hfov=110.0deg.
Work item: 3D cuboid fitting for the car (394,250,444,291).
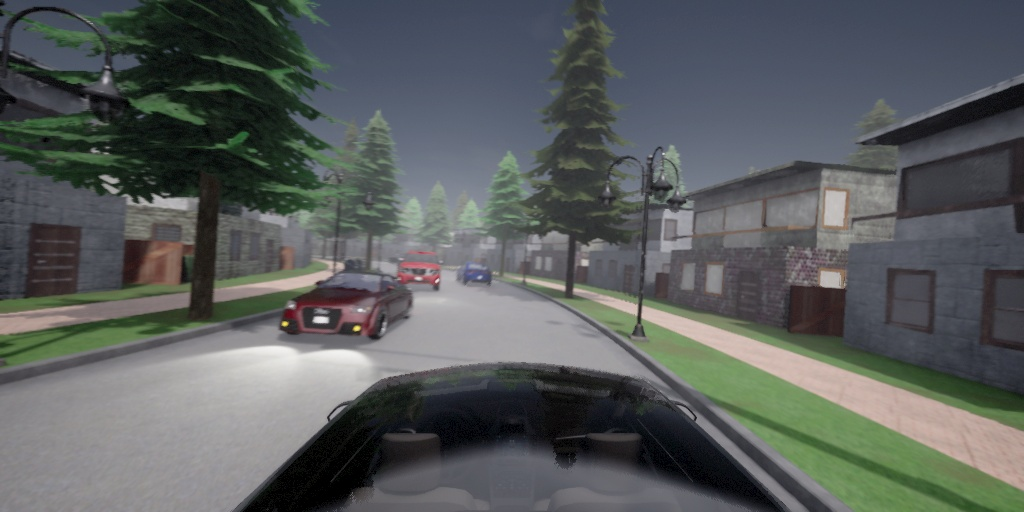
[{"bbox_3d":[-5.140,0.735,20.304,2.150,2.045,5.566,4,-1,-12],"label":"car"}]

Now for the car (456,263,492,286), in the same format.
[{"bbox_3d":[-2.767,1.207,25.508,1.882,1.535,5.008,5,-1,-17],"label":"car"}]

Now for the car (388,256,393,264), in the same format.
[{"bbox_3d":[-15.275,0.500,48.930,2.128,1.511,4.902,5,-1,-41],"label":"car"}]

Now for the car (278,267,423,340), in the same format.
[{"bbox_3d":[-3.860,1.095,9.142,1.994,1.385,4.181,4,0,-2],"label":"car"}]

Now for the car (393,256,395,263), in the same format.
[{"bbox_3d":[-9.226,0.857,32.715,2.033,1.411,5.357,4,0,-25],"label":"car"}]
